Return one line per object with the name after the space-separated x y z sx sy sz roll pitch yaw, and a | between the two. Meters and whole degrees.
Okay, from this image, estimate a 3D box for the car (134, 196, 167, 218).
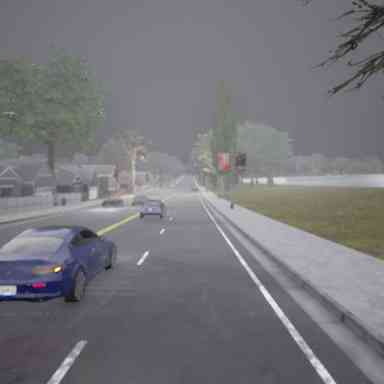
-3.163 1.364 27.778 2.033 1.411 5.357 0 1 0 | car

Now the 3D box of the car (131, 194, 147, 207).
-6.600 1.072 42.747 1.837 1.490 4.892 0 1 0 | car

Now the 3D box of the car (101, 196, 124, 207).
-9.855 1.189 41.585 1.895 1.301 4.718 0 1 0 | car

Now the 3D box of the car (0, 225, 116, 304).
-3.155 1.508 7.989 1.812 1.442 4.674 0 0 0 | car
